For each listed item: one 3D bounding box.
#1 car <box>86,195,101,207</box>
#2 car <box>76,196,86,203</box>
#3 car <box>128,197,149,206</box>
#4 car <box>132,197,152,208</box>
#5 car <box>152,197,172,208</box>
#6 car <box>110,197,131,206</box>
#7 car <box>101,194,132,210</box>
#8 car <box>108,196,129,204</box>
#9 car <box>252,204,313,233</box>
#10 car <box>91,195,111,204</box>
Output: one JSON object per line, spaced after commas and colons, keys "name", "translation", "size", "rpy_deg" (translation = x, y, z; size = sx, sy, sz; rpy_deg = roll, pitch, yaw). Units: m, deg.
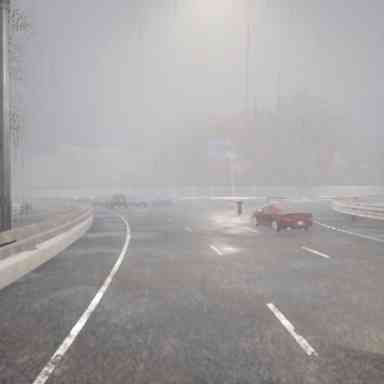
{"name": "car", "translation": [-14.792, 1.540, 53.406], "size": [2.128, 1.511, 4.902], "rpy_deg": [0, 0, -33]}
{"name": "car", "translation": [-20.307, 1.591, 61.865], "size": [1.837, 1.490, 4.892], "rpy_deg": [0, 0, -38]}
{"name": "car", "translation": [-9.316, 1.574, 57.895], "size": [1.994, 1.385, 4.181], "rpy_deg": [0, 0, -33]}
{"name": "car", "translation": [-7.855, 1.610, 48.002], "size": [1.895, 1.301, 4.718], "rpy_deg": [0, 0, -26]}
{"name": "car", "translation": [-4.588, 1.465, 49.272], "size": [1.882, 1.535, 5.008], "rpy_deg": [0, 0, -26]}
{"name": "car", "translation": [-11.992, 1.593, 55.569], "size": [1.994, 1.385, 4.181], "rpy_deg": [0, 0, -33]}
{"name": "car", "translation": [-10.179, 1.248, 44.706], "size": [2.150, 2.045, 5.566], "rpy_deg": [0, 0, -26]}
{"name": "car", "translation": [-14.628, 1.483, 65.956], "size": [2.128, 1.511, 4.902], "rpy_deg": [0, 0, -38]}
{"name": "car", "translation": [5.096, 1.429, 19.399], "size": [1.882, 1.535, 5.008], "rpy_deg": [0, 0, -10]}
{"name": "car", "translation": [-17.450, 1.428, 63.887], "size": [2.097, 1.767, 4.553], "rpy_deg": [0, 0, -38]}
